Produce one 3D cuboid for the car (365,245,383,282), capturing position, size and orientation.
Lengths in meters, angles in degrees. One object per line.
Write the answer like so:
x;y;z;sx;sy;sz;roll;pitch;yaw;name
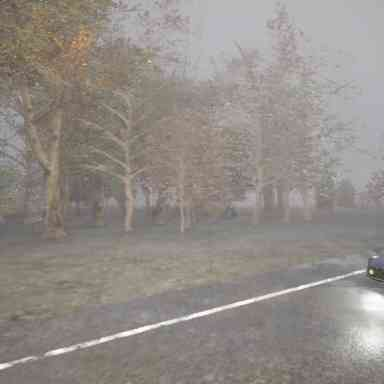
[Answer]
6.274;1.577;8.451;4.181;1.385;1.994;0;0;-35;car
